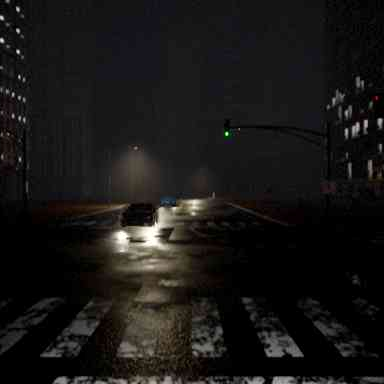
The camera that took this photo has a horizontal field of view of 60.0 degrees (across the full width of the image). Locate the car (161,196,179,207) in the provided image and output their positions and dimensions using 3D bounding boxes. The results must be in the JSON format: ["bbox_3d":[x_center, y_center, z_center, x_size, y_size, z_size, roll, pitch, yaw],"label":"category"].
[{"bbox_3d":[-3.199,1.239,46.131,1.882,1.535,5.008,0,1,0],"label":"car"}]

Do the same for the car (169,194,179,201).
[{"bbox_3d":[-3.446,1.010,64.448,1.994,1.385,4.181,0,0,-2],"label":"car"}]

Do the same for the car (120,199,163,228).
[{"bbox_3d":[-3.220,1.406,21.202,1.882,1.535,5.008,0,0,0],"label":"car"}]
